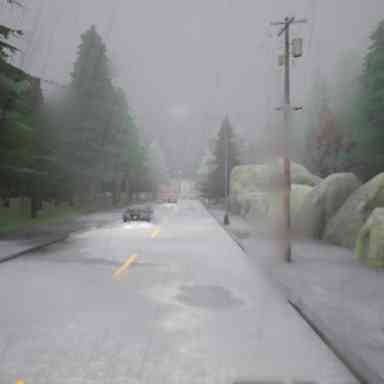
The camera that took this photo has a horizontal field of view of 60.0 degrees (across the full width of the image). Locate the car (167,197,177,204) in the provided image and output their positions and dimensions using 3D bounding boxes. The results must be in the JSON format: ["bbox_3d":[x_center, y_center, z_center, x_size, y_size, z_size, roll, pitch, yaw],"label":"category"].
[{"bbox_3d":[-3.994,1.690,67.413,2.128,1.511,4.902,1,-1,0],"label":"car"}]

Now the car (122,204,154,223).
[{"bbox_3d":[-4.090,1.625,25.922,1.994,1.385,4.181,0,0,0],"label":"car"}]
